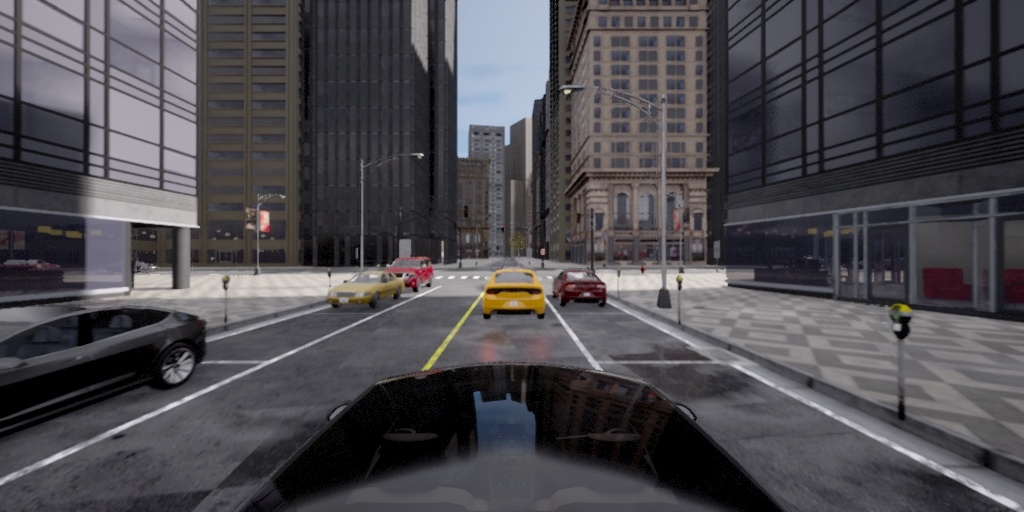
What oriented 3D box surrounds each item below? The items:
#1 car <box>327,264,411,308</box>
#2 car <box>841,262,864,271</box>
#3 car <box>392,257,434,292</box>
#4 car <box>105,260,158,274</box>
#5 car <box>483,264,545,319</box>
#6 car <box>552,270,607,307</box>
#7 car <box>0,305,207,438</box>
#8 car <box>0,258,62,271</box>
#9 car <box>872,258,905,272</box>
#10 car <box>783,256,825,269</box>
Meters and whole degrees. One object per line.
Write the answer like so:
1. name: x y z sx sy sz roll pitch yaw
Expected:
1. car: -5.847 1.211 14.875 1.751 1.417 4.829 0 0 0
2. car: 40.753 1.064 40.947 4.718 1.301 1.895 0 0 1
3. car: -5.843 0.978 20.505 2.192 1.841 5.009 0 0 0
4. car: -43.352 1.220 40.917 4.902 1.511 2.128 0 0 1
5. car: 0.076 1.174 12.572 1.882 1.535 5.008 0 0 1
6. car: 2.678 1.231 15.037 1.888 1.381 4.507 0 0 0
7. car: -5.855 1.303 4.128 1.948 1.339 4.313 0 0 0
8. car: -50.514 1.097 37.712 4.553 1.767 2.097 0 0 0
9. car: 40.980 0.944 37.695 4.902 1.511 2.128 0 0 0
10. car: 38.724 0.842 47.529 4.553 1.767 2.097 0 0 0
